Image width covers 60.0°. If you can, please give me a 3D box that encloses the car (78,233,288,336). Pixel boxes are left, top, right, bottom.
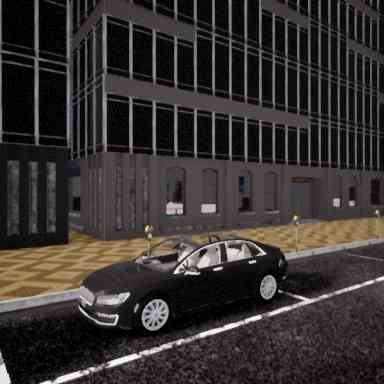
[{"bbox_3d":[0.045,1.549,6.592,4.403,1.369,2.008,0,0,-35],"label":"car"}]
